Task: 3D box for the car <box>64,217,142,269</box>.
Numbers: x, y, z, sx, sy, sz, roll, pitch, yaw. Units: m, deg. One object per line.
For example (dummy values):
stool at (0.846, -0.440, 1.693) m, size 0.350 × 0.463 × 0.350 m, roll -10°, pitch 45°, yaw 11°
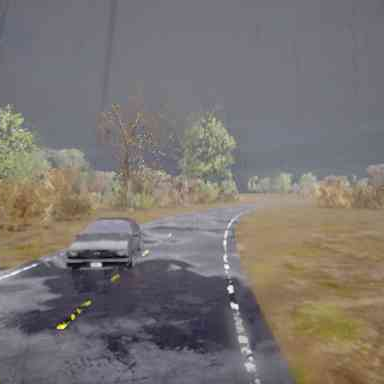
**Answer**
car at (-2.784, 1.598, 11.648) m, size 2.033 × 1.411 × 5.357 m, roll 0°, pitch 0°, yaw -4°
